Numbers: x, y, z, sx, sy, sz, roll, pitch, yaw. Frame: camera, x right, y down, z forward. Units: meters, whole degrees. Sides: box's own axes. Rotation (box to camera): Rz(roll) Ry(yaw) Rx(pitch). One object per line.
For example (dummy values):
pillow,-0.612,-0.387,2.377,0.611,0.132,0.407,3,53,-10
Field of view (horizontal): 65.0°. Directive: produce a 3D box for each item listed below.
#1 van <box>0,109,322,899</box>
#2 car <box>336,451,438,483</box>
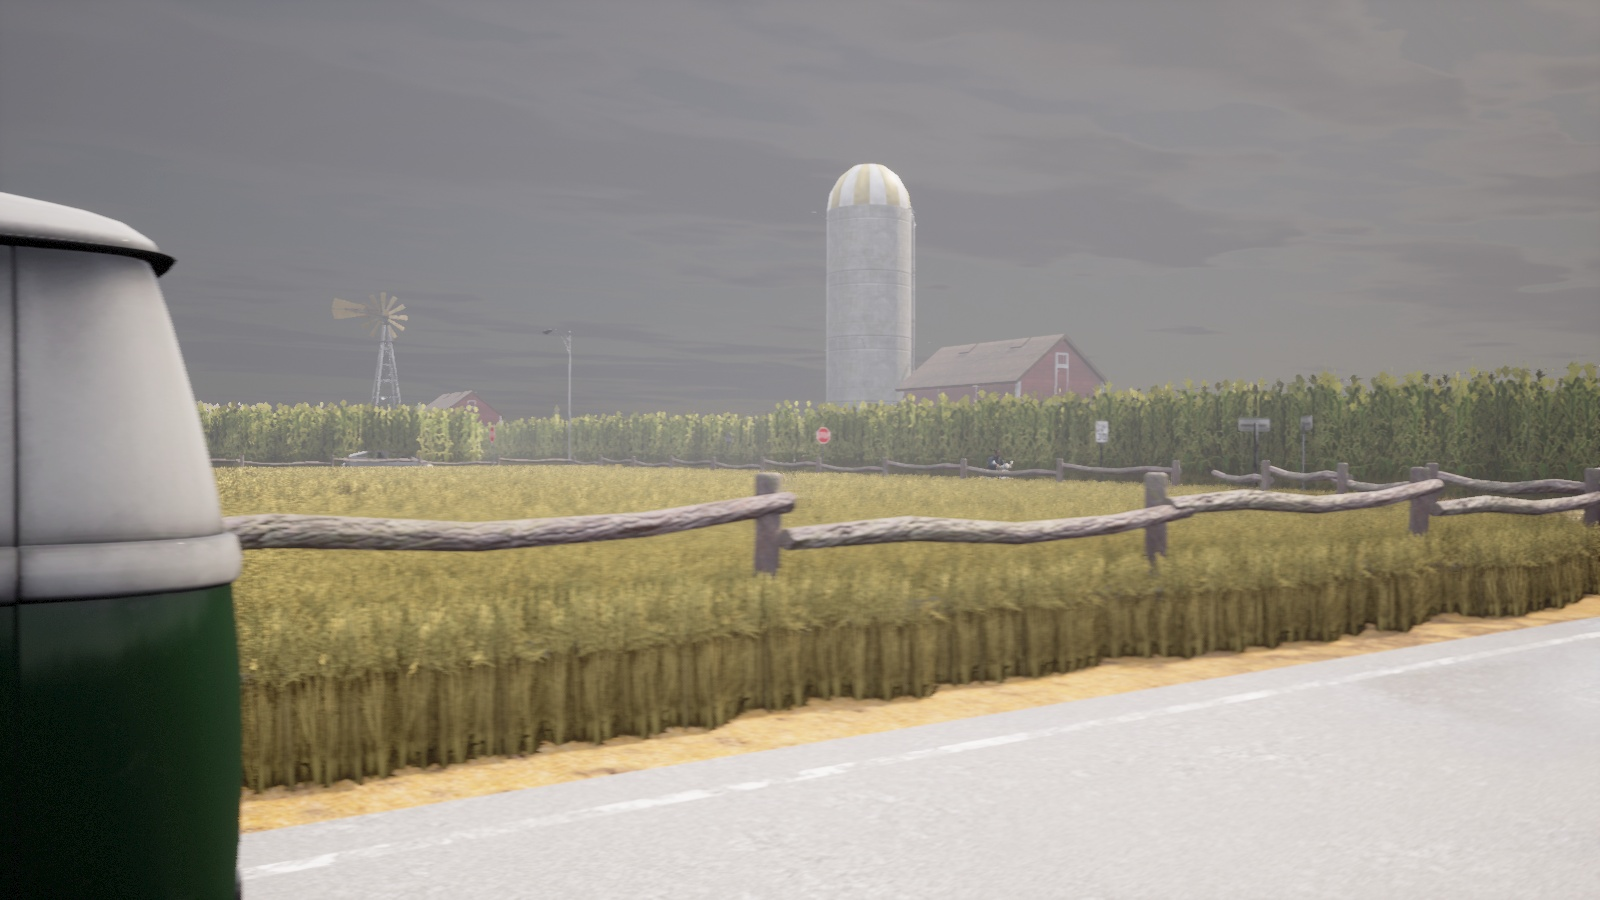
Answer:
van,-3.105,0.508,1.495,4.442,1.987,1.775,0,0,-35
car,-20.673,0.817,62.861,4.514,1.525,2.007,-1,0,-32
